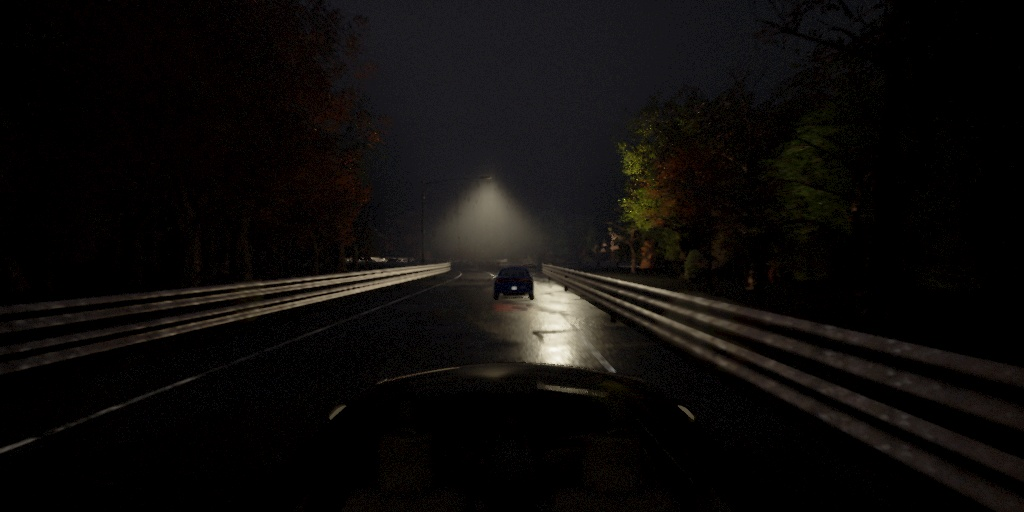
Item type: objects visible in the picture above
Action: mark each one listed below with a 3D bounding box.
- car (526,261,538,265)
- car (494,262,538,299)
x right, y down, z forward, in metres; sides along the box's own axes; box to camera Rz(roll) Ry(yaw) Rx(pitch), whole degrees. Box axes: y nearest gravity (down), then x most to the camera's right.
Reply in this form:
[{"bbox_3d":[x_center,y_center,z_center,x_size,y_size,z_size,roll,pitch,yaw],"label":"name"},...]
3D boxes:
[{"bbox_3d":[2.518,1.513,51.352,2.128,1.511,4.902,0,0,14],"label":"car"},{"bbox_3d":[0.100,1.292,18.654,1.882,1.535,5.008,0,0,0],"label":"car"}]
